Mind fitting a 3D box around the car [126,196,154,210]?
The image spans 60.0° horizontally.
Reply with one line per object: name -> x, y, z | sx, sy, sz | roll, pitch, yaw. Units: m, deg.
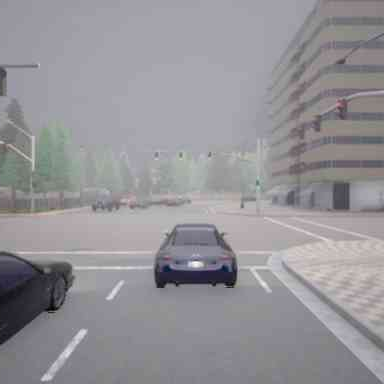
car -> -6.895, 1.570, 44.557 | 2.033, 1.411, 5.357 | 0, 0, 2

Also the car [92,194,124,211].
car -> -10.466, 1.243, 40.895 | 2.150, 2.045, 5.566 | 0, 0, 2

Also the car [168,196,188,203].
car -> -2.823, 1.560, 68.904 | 1.812, 1.442, 4.674 | 0, 0, 34

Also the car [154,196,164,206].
car -> -5.440, 1.505, 54.429 | 1.882, 1.535, 5.008 | 0, 0, 15

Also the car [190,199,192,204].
car -> -1.768, 1.596, 63.726 | 1.994, 1.385, 4.181 | 0, 0, 28

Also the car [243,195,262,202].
car -> 13.544, 1.392, 75.215 | 4.553, 1.767, 2.097 | 0, 0, -30

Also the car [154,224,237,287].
car -> 0.090, 1.569, 9.357 | 1.994, 1.385, 4.181 | 0, 0, 0

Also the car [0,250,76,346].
car -> -3.417, 1.550, 4.679 | 2.033, 1.411, 5.357 | 0, 0, 0

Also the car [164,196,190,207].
car -> -2.291, 1.574, 52.452 | 2.033, 1.411, 5.357 | 0, 0, 13

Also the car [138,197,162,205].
car -> -7.431, 1.578, 59.762 | 2.033, 1.411, 5.357 | 0, 0, 21

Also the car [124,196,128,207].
car -> -9.657, 1.378, 50.329 | 2.097, 1.767, 4.553 | 0, 0, 8
